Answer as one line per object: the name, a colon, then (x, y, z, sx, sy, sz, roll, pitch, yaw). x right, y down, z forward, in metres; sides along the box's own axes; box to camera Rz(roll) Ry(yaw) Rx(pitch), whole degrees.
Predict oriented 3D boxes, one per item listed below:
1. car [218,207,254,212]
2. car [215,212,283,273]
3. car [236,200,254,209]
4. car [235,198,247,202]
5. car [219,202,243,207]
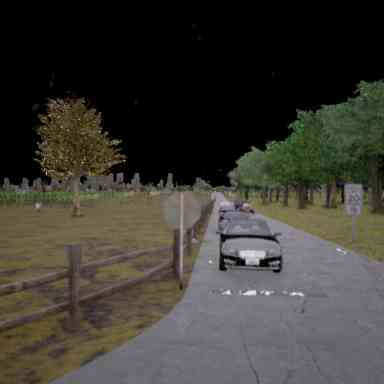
car: (2.661, 1.883, 21.011, 1.994, 1.385, 4.181, 1, -1, 4)
car: (1.886, 1.662, 11.447, 2.128, 1.511, 4.902, 1, -1, 6)
car: (7.536, 2.272, 46.312, 1.812, 1.442, 4.674, 1, -1, 4)
car: (8.311, 2.105, 56.385, 2.150, 2.045, 5.566, 1, -1, 4)
car: (3.567, 2.049, 32.849, 2.033, 1.411, 5.357, 1, -1, 5)
